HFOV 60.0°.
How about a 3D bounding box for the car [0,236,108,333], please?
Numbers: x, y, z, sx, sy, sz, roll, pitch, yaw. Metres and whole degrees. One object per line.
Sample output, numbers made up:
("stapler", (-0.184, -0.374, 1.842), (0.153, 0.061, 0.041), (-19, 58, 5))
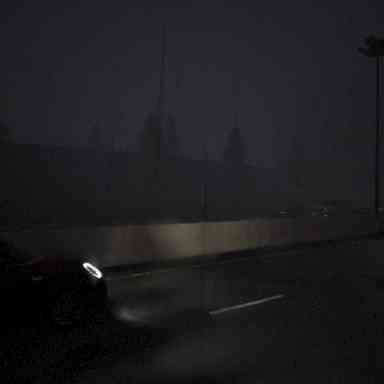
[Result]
("car", (-3.722, 1.351, 5.391), (4.553, 1.767, 2.097), (1, -1, -36))

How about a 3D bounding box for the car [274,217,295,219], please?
("car", (9.769, 1.865, 32.577), (4.892, 1.490, 1.837), (1, 0, -37))

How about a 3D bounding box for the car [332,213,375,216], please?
("car", (13.179, 1.950, 26.370), (4.718, 1.301, 1.895), (1, -1, -36))
